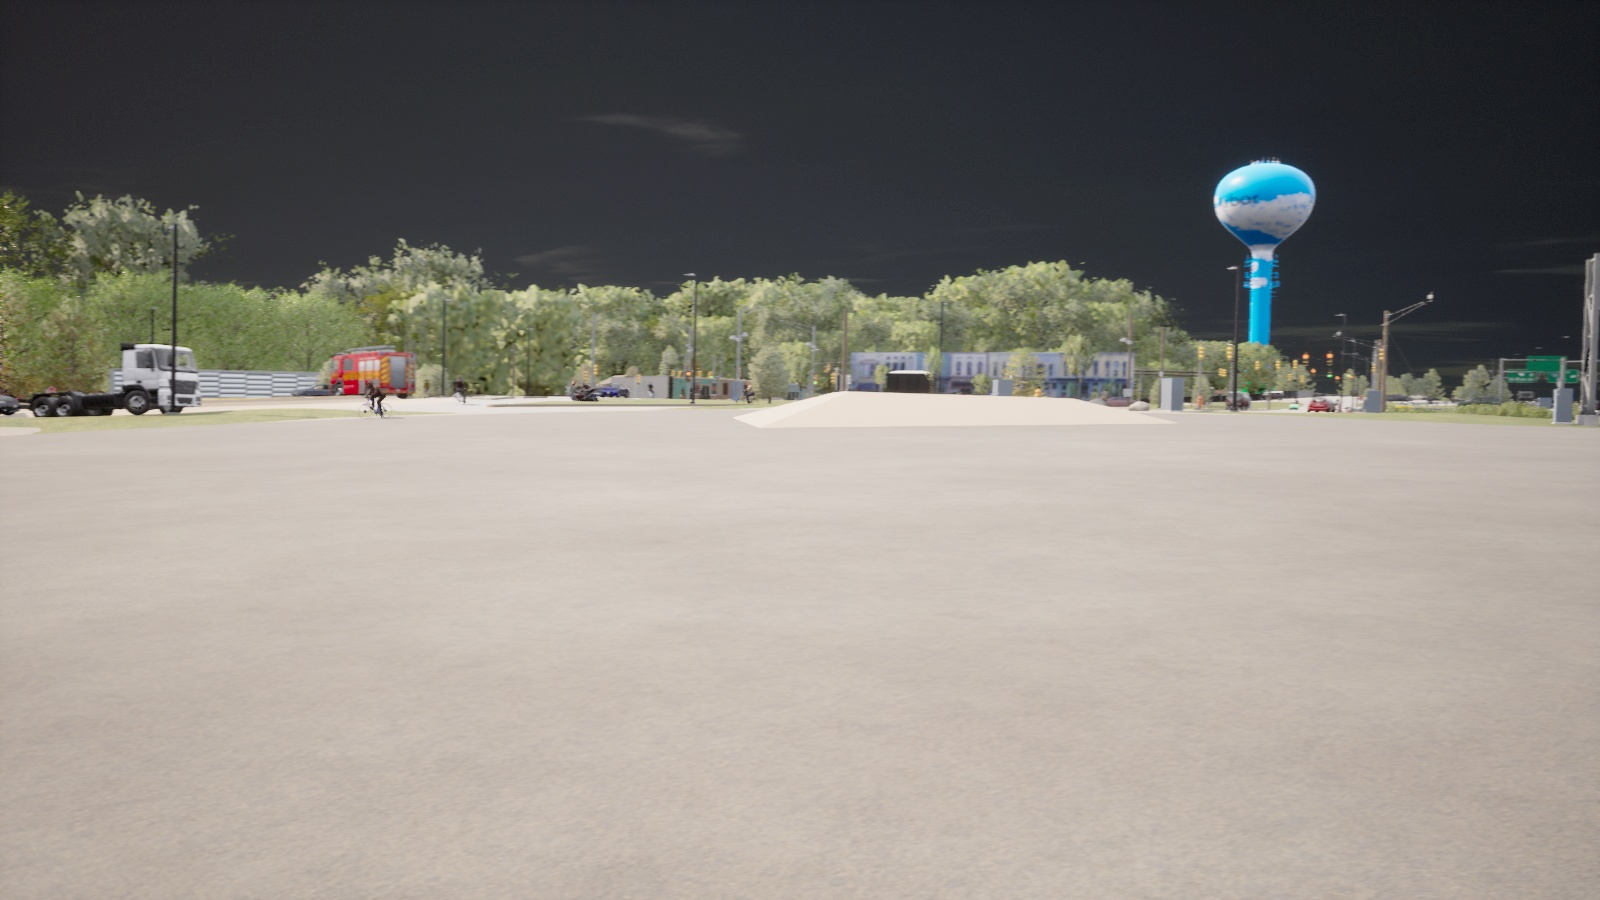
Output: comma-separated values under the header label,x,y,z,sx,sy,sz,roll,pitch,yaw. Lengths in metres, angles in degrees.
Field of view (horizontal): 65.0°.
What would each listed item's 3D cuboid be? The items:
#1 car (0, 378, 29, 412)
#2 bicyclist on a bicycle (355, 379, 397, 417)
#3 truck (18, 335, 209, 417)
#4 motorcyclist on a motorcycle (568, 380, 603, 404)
label,x,y,z,sx,sy,sz,roll,pitch,yaw
car,-42.468,-2.872,64.879,3.988,1.617,1.851,0,7,-6
bicyclist on a bicycle,-18.597,-2.296,55.090,0.582,1.620,1.656,3,5,41
truck,-33.320,-3.517,61.062,7.936,3.462,2.891,-2,0,10
motorcyclist on a motorcycle,-14.401,-3.883,84.327,2.191,1.530,0.866,4,2,32
